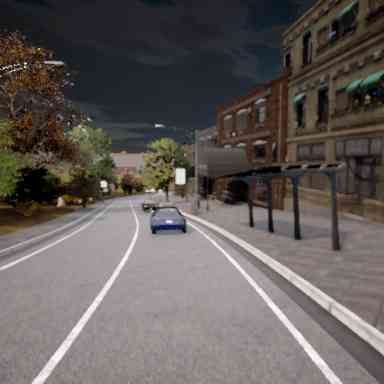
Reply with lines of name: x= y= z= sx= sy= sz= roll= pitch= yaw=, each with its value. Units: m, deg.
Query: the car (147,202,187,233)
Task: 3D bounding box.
car: x=-1.480 y=1.540 z=19.615 sx=1.994 sy=1.385 sz=4.181 roll=-1 pitch=0 yaw=-8

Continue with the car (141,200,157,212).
car: x=-4.932 y=1.594 z=38.907 sx=1.895 sy=1.301 sz=4.718 roll=-1 pitch=0 yaw=-11
